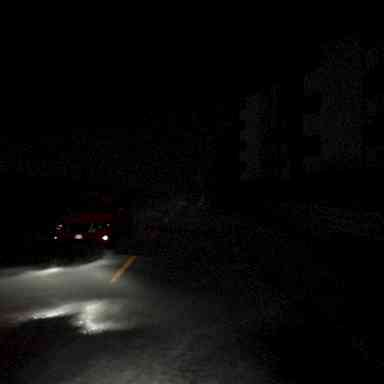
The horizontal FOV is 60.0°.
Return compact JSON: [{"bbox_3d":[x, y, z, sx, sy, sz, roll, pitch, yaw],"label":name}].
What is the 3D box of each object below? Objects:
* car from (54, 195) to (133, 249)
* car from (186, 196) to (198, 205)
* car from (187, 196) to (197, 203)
[{"bbox_3d":[-4.048,1.201,14.703,2.150,2.045,5.566,0,1,0],"label":"car"},{"bbox_3d":[0.012,1.514,57.042,1.994,1.385,4.181,0,0,0],"label":"car"},{"bbox_3d":[0.014,1.516,67.072,1.895,1.301,4.718,0,0,0],"label":"car"}]
